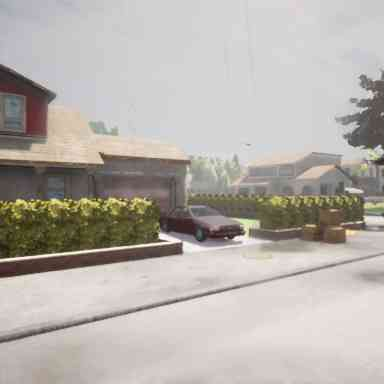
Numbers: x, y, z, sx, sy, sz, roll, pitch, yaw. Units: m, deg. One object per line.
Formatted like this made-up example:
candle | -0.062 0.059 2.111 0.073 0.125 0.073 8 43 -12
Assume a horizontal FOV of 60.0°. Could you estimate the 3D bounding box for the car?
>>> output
car | 0.116 1.353 15.491 2.033 1.415 5.357 0 0 -33
